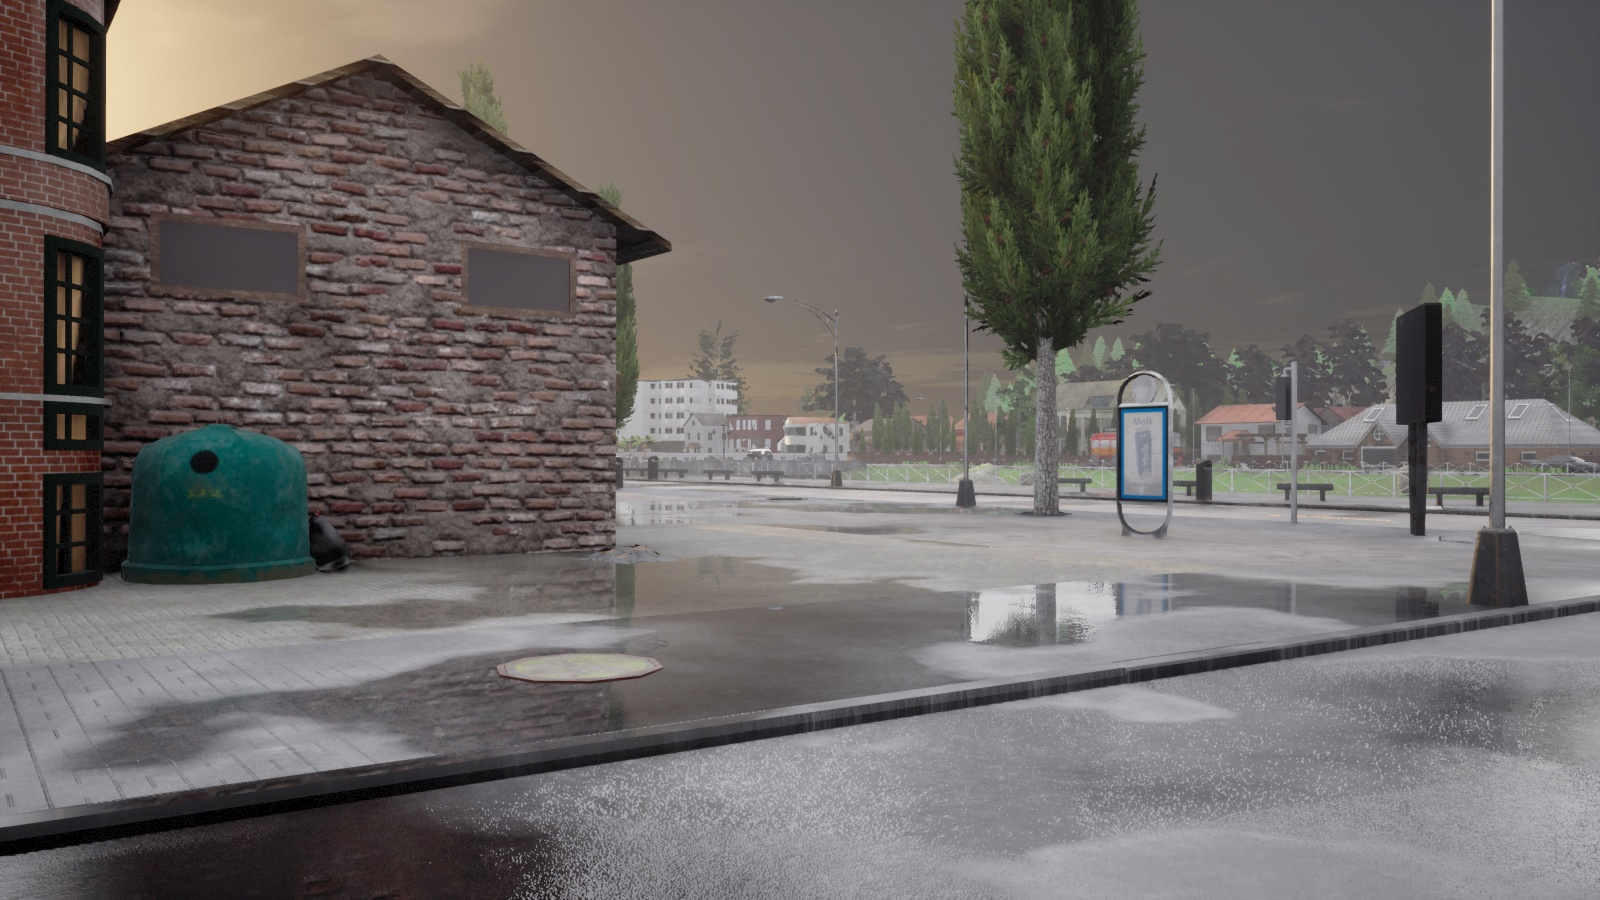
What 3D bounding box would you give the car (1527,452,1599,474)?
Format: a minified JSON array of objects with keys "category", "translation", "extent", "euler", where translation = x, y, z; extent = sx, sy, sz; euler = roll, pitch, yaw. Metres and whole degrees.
[{"category":"car","translation":[51.702,0.867,84.362],"extent":[1.812,1.442,4.674],"euler":[0,0,-35]}]
